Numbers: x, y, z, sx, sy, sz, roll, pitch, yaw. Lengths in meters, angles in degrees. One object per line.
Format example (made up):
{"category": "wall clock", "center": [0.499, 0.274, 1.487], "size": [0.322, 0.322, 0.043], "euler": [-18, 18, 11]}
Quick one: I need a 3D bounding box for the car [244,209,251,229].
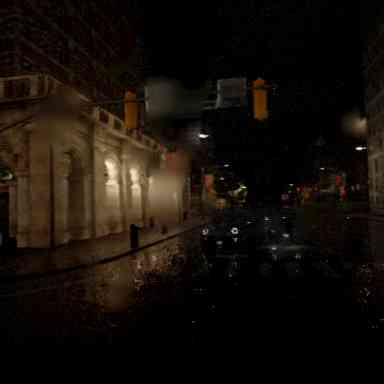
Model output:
{"category": "car", "center": [4.564, 2.812, 32.987], "size": [1.837, 1.490, 4.892], "euler": [-2, -2, 11]}

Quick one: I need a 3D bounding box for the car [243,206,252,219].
{"category": "car", "center": [8.986, 3.625, 55.102], "size": [2.128, 1.511, 4.902], "euler": [-2, -3, 11]}

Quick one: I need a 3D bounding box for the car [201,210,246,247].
{"category": "car", "center": [1.878, 2.165, 19.677], "size": [2.097, 1.767, 4.553], "euler": [-2, -3, 11]}

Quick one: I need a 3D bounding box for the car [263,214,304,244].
{"category": "car", "center": [5.552, 2.287, 20.165], "size": [1.994, 1.385, 4.181], "euler": [-2, -3, 11]}

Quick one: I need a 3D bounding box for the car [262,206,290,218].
{"category": "car", "center": [7.967, 2.523, 32.204], "size": [2.097, 1.767, 4.553], "euler": [-2, -3, 11]}
